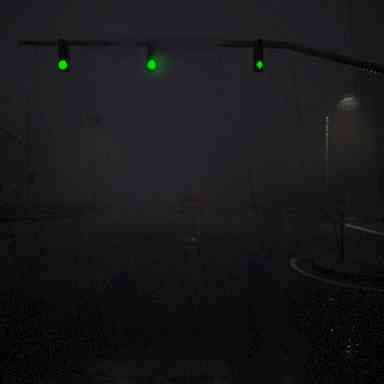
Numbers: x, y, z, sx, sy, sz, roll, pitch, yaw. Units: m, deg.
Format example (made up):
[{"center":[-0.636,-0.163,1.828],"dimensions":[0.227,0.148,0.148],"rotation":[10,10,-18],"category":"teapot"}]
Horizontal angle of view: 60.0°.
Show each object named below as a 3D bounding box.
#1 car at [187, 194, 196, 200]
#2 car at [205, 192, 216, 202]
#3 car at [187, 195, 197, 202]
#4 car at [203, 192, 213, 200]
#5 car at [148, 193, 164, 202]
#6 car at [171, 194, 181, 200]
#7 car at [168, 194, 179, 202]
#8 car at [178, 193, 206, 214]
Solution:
[{"center":[-0.046,1.075,73.366],"dimensions":[1.895,1.301,4.718],"rotation":[0,0,0],"category":"car"},{"center":[3.461,1.099,62.921],"dimensions":[1.882,1.535,5.008],"rotation":[0,0,0],"category":"car"},{"center":[-0.039,1.220,63.366],"dimensions":[1.895,1.301,4.718],"rotation":[0,0,0],"category":"car"},{"center":[3.454,0.835,73.307],"dimensions":[2.097,1.767,4.553],"rotation":[0,0,0],"category":"car"},{"center":[-7.039,0.972,63.266],"dimensions":[2.097,1.767,4.553],"rotation":[0,0,0],"category":"car"},{"center":[-3.546,1.075,73.363],"dimensions":[1.895,1.301,4.718],"rotation":[0,0,0],"category":"car"},{"center":[-3.539,1.099,62.916],"dimensions":[1.882,1.535,5.008],"rotation":[0,0,0],"category":"car"},{"center":[-0.018,1.153,33.094],"dimensions":[2.097,1.767,4.553],"rotation":[0,0,0],"category":"car"}]
